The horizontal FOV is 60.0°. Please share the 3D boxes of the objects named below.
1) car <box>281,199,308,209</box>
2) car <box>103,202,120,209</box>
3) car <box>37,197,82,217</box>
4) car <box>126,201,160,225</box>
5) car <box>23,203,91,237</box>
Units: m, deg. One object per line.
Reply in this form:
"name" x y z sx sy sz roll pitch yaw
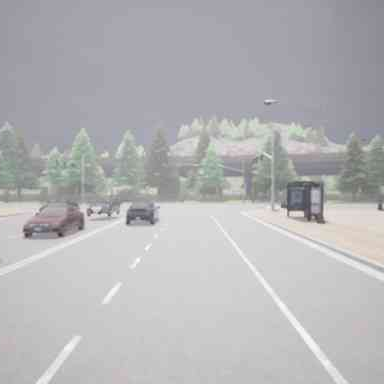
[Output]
"car" 12.662 1.326 39.184 4.181 1.385 1.994 0 0 -1
"car" -6.994 1.119 26.690 2.128 1.511 4.902 0 0 0
"car" -10.494 1.146 26.691 1.994 1.385 4.181 0 0 0
"car" -3.399 1.396 23.352 1.837 1.490 4.892 0 0 0
"car" -7.077 1.444 17.621 1.812 1.442 4.674 0 0 0
